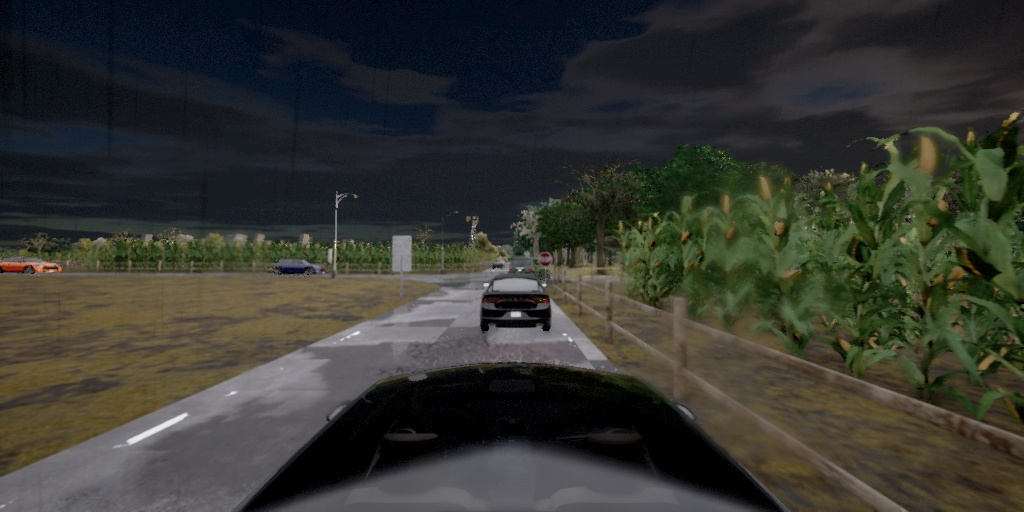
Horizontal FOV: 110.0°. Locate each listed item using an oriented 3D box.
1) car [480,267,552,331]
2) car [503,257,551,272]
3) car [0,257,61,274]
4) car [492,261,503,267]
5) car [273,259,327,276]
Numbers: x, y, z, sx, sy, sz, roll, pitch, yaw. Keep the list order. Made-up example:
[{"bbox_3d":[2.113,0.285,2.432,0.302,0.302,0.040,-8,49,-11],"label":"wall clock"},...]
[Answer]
[{"bbox_3d":[0.100,1.288,11.218,1.882,1.535,5.008,0,0,0],"label":"car"},{"bbox_3d":[1.492,1.140,28.319,2.150,2.045,5.566,-1,0,20],"label":"car"},{"bbox_3d":[-47.920,0.920,35.596,4.553,1.767,2.097,0,-2,1],"label":"car"},{"bbox_3d":[-2.559,1.701,63.881,2.033,1.411,5.357,0,0,1],"label":"car"},{"bbox_3d":[-20.868,1.065,35.455,4.553,1.767,2.097,0,-2,0],"label":"car"}]
